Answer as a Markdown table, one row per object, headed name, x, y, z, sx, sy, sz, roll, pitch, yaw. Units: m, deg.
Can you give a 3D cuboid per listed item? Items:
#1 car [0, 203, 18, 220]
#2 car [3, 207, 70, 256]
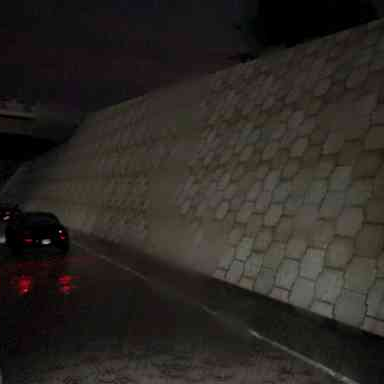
| name | x | y | z | sx | sy | sz | roll | pitch | yaw |
| --- | --- | --- | --- | --- | --- | --- | --- | --- | --- |
| car | -14.106 | 1.512 | 25.149 | 1.895 | 1.301 | 4.718 | 0 | 0 | -33 |
| car | -6.077 | 1.485 | 12.957 | 1.812 | 1.442 | 4.674 | 0 | -1 | -33 |
